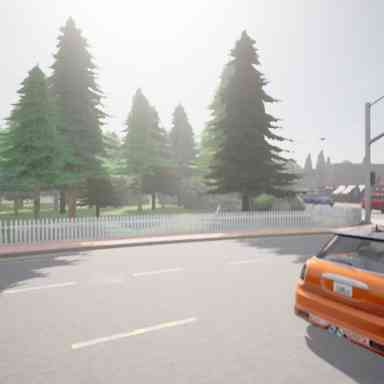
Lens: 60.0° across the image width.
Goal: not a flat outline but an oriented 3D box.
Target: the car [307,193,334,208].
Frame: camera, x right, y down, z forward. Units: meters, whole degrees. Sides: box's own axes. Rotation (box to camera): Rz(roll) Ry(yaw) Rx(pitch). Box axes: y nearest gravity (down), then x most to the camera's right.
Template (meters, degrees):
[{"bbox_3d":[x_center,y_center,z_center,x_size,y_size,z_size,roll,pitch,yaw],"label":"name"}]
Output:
[{"bbox_3d":[17.654,1.147,46.636,2.150,2.045,5.566,0,0,-7],"label":"car"}]

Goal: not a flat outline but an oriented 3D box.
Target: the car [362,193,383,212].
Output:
[{"bbox_3d":[19.417,1.165,33.191,2.150,2.045,5.566,0,0,-7],"label":"car"}]

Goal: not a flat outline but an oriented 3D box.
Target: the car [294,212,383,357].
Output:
[{"bbox_3d":[3.965,1.332,5.452,4.553,1.767,2.097,0,0,-26],"label":"car"}]
